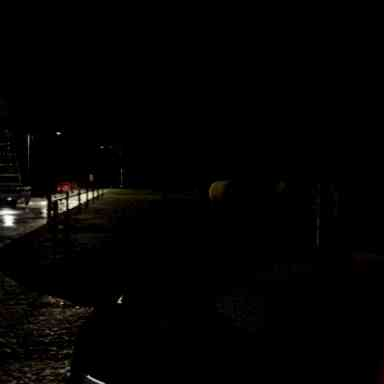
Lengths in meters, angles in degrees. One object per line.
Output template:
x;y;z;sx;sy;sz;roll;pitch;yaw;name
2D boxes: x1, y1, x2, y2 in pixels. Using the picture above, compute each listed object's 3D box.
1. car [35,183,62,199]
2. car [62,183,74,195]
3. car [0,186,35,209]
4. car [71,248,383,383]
-14.691;-0.077;32.912;1.882;1.535;5.008;0;2;-10;car
-16.438;-0.456;43.037;1.812;1.442;4.674;0;2;-10;car
-13.119;0.352;23.905;1.812;1.442;4.674;0;2;-10;car
1.360;1.393;3.531;5.008;1.535;1.882;1;2;-11;car
